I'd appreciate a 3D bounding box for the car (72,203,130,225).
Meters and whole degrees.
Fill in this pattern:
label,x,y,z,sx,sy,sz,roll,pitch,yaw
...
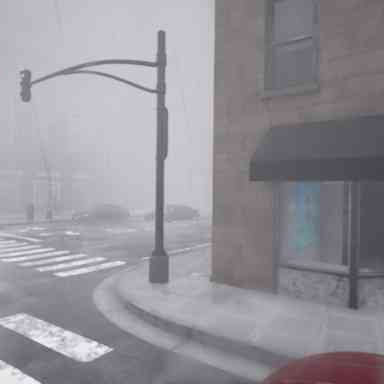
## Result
label,x,y,z,sx,sy,sz,roll,pitch,yaw
car,-6.686,1.599,24.953,1.812,1.442,4.674,1,0,35

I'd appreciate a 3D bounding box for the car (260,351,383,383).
label,x,y,z,sx,sy,sz,roll,pitch,yaw
car,2.317,1.545,1.300,4.507,1.381,1.887,0,1,35

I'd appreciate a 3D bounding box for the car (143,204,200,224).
label,x,y,z,sx,sy,sz,roll,pitch,yaw
car,-1.467,1.707,26.680,2.033,1.411,5.357,1,0,35
